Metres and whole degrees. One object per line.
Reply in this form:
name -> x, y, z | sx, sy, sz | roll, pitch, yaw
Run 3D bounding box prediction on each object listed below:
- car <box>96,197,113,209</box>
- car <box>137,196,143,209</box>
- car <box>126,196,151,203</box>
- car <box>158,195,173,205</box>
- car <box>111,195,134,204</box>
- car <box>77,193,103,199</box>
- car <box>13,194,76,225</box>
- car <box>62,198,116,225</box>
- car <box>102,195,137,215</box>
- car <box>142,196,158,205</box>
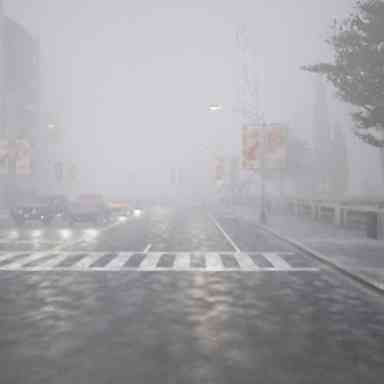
car -> -11.656, 1.459, 44.550 | 2.033, 1.411, 5.357 | 0, 0, -14
car -> -7.723, 1.515, 43.007 | 1.895, 1.301, 4.718 | 0, 0, -10
car -> -10.407, 1.420, 64.543 | 2.033, 1.411, 5.357 | 0, 0, -43
car -> -4.929, 1.241, 56.210 | 2.097, 1.767, 4.553 | 0, 0, -29
car -> -13.133, 1.353, 62.349 | 1.882, 1.535, 5.008 | 0, 0, -43
car -> -10.590, 1.153, 34.152 | 2.150, 2.045, 5.566 | 0, 0, 0
car -> -10.604, 1.173, 24.060 | 2.150, 2.045, 5.566 | 0, 0, 0
car -> -7.106, 1.431, 23.526 | 1.882, 1.535, 5.008 | 0, 0, 0
car -> -7.111, 1.412, 33.071 | 1.882, 1.535, 5.008 | 0, 0, 0
car -> -7.583, 1.494, 53.725 | 1.895, 1.301, 4.718 | 0, 0, -25
